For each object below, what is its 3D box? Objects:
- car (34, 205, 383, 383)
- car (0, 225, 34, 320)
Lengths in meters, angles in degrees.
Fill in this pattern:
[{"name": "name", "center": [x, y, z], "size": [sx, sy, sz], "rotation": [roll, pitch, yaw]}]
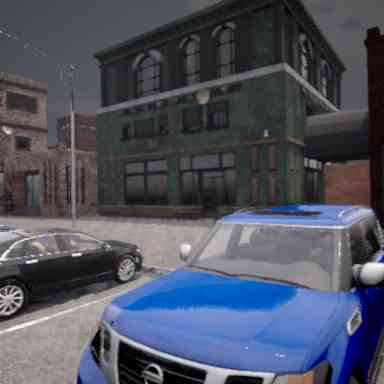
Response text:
[{"name": "car", "center": [1.281, 1.243, 4.406], "size": [2.435, 2.045, 5.566], "rotation": [-1, 0, 35]}, {"name": "car", "center": [-3.230, 1.556, 7.649], "size": [2.231, 1.521, 4.892], "rotation": [-1, 0, 35]}]
